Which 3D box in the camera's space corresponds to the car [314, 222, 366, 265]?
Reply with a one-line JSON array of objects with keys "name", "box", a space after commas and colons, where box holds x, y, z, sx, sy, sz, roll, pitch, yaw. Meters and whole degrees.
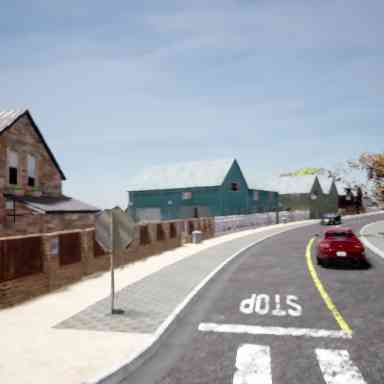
[{"name": "car", "box": [6.463, 2.278, 14.673, 1.812, 1.442, 4.674, -2, -4, 21]}]

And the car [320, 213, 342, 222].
[{"name": "car", "box": [18.095, 3.475, 43.207, 2.128, 1.511, 4.902, -3, -3, 36]}]
